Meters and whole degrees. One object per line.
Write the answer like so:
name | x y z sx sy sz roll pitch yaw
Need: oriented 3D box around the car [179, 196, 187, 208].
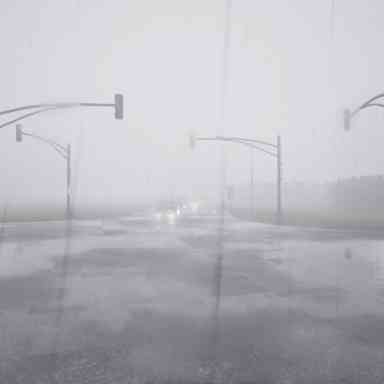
car | -2.318 1.486 48.608 2.128 1.511 4.902 0 0 3

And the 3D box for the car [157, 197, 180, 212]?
car | -2.823 1.599 38.266 1.895 1.301 4.718 0 0 3

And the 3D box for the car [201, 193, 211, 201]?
car | 3.339 1.191 79.102 2.150 2.045 5.566 0 0 5
